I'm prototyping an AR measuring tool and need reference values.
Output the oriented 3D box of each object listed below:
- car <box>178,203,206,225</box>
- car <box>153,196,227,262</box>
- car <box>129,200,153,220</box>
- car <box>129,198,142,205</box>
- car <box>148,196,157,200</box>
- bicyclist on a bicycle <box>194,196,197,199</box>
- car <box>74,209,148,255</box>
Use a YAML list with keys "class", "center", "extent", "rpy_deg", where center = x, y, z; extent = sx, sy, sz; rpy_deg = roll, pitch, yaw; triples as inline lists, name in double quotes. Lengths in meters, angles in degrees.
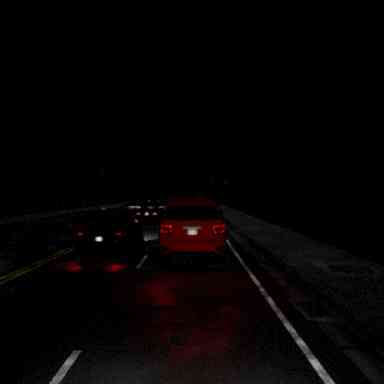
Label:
- class: "car"
  center: [0.031, 1.630, 26.331]
  extent: [2.033, 1.411, 5.357]
  rpy_deg: [0, 0, 0]
- class: "car"
  center: [0.038, 1.257, 12.367]
  extent: [2.150, 2.045, 5.566]
  rpy_deg: [0, 0, 1]
- class: "car"
  center: [-3.220, 1.629, 26.286]
  extent: [2.033, 1.411, 5.357]
  rpy_deg: [0, 0, 1]
- class: "car"
  center: [-9.789, 1.768, 58.669]
  extent: [2.033, 1.411, 5.357]
  rpy_deg: [0, 0, 1]
- class: "car"
  center: [-6.546, 1.573, 58.764]
  extent: [2.097, 1.767, 4.553]
  rpy_deg: [0, 0, 0]
- class: "bicyclist on a bicycle"
  center: [0.901, 1.835, 94.119]
  extent: [0.866, 1.612, 1.509]
  rpy_deg: [0, 0, 0]
- class: "car"
  center: [-3.202, 1.602, 13.517]
  extent: [1.994, 1.385, 4.181]
  rpy_deg: [0, 0, 1]
